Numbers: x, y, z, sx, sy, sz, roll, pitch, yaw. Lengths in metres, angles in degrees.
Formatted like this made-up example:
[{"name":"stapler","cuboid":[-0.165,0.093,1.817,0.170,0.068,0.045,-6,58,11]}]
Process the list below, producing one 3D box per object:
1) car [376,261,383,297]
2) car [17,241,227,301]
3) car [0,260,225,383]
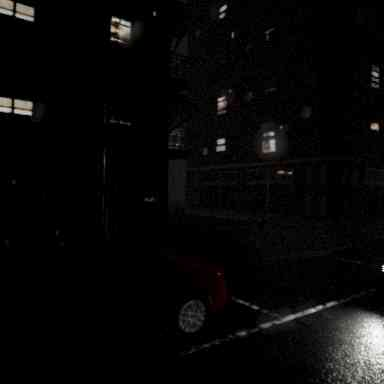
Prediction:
[{"name":"car","cuboid":[5.854,1.497,7.148,4.674,1.442,1.812,0,1,-35]},{"name":"car","cuboid":[-1.516,1.493,5.010,4.507,1.381,1.887,0,1,-35]},{"name":"car","cuboid":[-2.346,1.520,1.443,5.357,1.411,2.033,0,1,-35]}]
